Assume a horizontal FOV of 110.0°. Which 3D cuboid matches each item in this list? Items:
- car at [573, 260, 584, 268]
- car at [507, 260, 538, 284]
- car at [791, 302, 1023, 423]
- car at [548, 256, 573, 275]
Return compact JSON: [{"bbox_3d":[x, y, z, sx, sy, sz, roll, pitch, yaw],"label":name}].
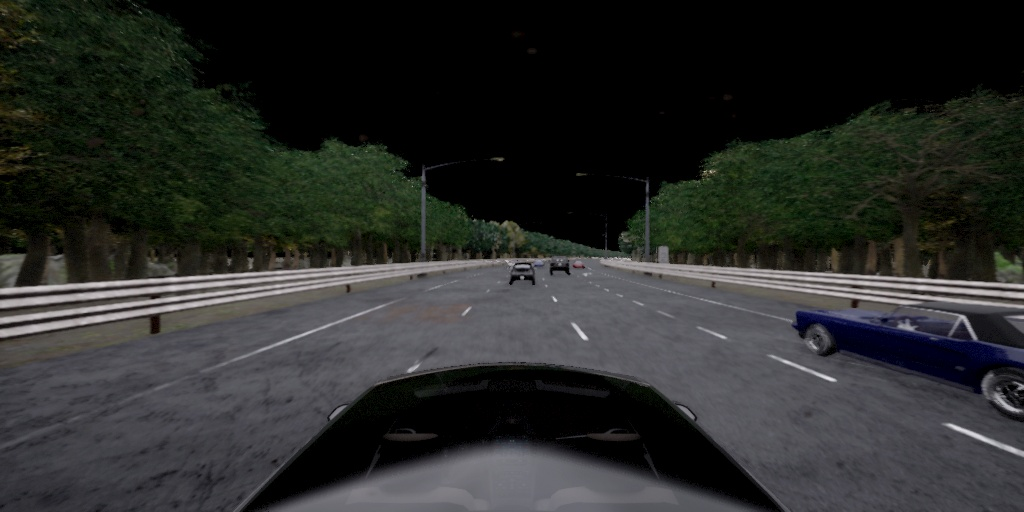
[{"bbox_3d":[11.684,1.433,63.172,1.994,1.385,4.181,0,0,9],"label":"car"},{"bbox_3d":[0.851,1.271,27.194,1.837,1.490,4.892,0,0,3],"label":"car"},{"bbox_3d":[7.094,1.395,5.772,1.895,1.301,4.718,0,0,1],"label":"car"},{"bbox_3d":[5.346,1.026,40.613,2.150,2.045,5.566,0,0,6],"label":"car"}]
